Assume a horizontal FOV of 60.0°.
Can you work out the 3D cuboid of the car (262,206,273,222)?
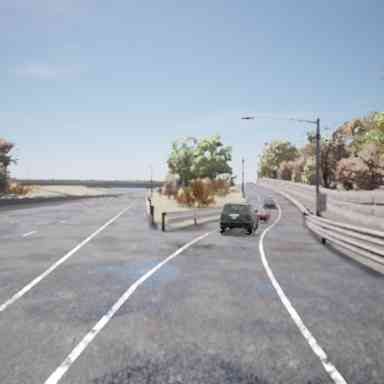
[{"bbox_3d":[7.425,2.517,36.367,1.895,1.301,4.718,1,-1,18],"label":"car"}]

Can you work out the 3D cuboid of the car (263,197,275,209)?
[{"bbox_3d":[13.797,2.040,59.450,2.097,1.767,4.553,1,2,13],"label":"car"}]

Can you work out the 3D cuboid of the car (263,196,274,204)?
[{"bbox_3d":[15.980,1.696,69.384,1.994,1.385,4.181,1,3,11],"label":"car"}]

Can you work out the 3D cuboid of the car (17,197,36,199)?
[{"bbox_3d":[-30.968,1.517,63.425,1.895,1.301,4.718,0,0,-8],"label":"car"}]

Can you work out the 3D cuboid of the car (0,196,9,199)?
[{"bbox_3d":[-28.894,1.594,48.182,1.895,1.301,4.718,0,0,-7],"label":"car"}]

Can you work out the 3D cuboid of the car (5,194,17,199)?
[{"bbox_3d":[-34.404,1.258,62.735,2.097,1.767,4.553,0,0,-8],"label":"car"}]

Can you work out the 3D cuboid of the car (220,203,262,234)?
[{"bbox_3d":[3.487,1.824,24.022,2.150,2.045,5.566,0,-2,17],"label":"car"}]
